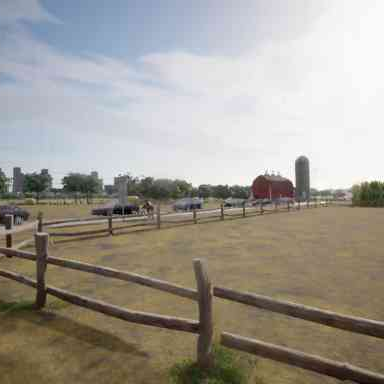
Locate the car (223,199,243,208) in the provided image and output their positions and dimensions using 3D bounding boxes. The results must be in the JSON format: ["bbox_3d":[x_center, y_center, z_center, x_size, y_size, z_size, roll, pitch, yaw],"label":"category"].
[{"bbox_3d":[6.390,1.712,50.740,1.994,1.385,4.181,-2,-1,36],"label":"car"}]

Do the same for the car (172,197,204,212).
[{"bbox_3d":[-0.504,1.476,41.146,2.097,1.767,4.553,-2,-1,35],"label":"car"}]

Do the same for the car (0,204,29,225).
[{"bbox_3d":[-13.667,1.596,22.529,1.837,1.490,4.892,-2,-1,35],"label":"car"}]

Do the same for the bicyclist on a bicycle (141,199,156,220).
[{"bbox_3d":[-3.522,1.419,26.545,1.656,1.620,0.582,0,0,35],"label":"bicyclist on a bicycle"}]

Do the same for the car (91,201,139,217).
[{"bbox_3d":[-7.252,1.585,31.621,1.882,1.535,5.008,-2,-2,35],"label":"car"}]

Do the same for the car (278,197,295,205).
[{"bbox_3d":[17.303,1.688,61.112,2.033,1.411,5.357,-2,-2,35],"label":"car"}]

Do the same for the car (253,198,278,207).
[{"bbox_3d":[11.511,1.679,52.968,1.895,1.301,4.718,-2,-2,35],"label":"car"}]
